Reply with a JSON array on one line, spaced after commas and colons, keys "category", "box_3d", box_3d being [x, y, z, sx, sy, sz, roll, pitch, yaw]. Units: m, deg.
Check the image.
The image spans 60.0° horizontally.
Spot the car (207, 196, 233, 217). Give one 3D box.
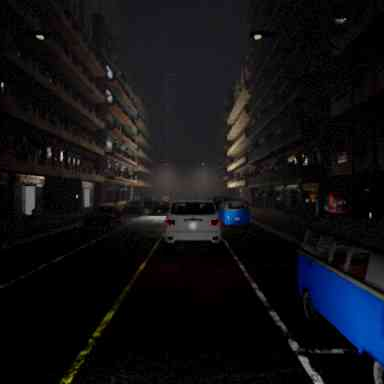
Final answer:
[{"category": "car", "box_3d": [2.689, 1.334, 32.968, 2.192, 1.841, 5.009, 0, 0, 0]}]

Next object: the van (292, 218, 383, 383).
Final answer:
[{"category": "van", "box_3d": [2.692, 1.343, 4.556, 1.690, 1.788, 3.998, 0, 0, 0]}]

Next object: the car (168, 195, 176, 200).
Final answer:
[{"category": "car", "box_3d": [-5.698, 1.665, 95.471, 1.802, 1.307, 4.206, 0, 0, 0]}]

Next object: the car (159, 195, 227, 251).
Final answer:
[{"category": "car", "box_3d": [0.016, 1.229, 14.263, 2.150, 2.045, 5.566, 0, 0, 0]}]

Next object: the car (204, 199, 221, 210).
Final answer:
[{"category": "car", "box_3d": [2.688, 1.594, 44.332, 1.947, 1.339, 4.313, 0, 0, 0]}]

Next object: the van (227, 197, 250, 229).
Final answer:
[{"category": "van", "box_3d": [2.691, 1.353, 21.603, 1.690, 1.788, 3.998, 0, 0, 0]}]

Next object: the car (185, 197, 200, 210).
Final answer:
[{"category": "car", "box_3d": [0.096, 1.505, 44.317, 1.882, 1.535, 5.008, 0, 0, 0]}]

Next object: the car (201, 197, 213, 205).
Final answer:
[{"category": "car", "box_3d": [2.686, 1.594, 61.380, 2.008, 1.369, 4.403, 0, 0, 0]}]

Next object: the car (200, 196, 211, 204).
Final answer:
[{"category": "car", "box_3d": [2.686, 1.600, 67.063, 2.008, 1.369, 4.403, 0, 0, 0]}]

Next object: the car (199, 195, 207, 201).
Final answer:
[{"category": "car", "box_3d": [2.684, 1.509, 84.109, 1.967, 1.590, 4.097, 0, 0, 0]}]

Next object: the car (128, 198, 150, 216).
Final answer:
[{"category": "car", "box_3d": [-5.692, 1.570, 32.965, 2.008, 1.369, 4.403, 0, 0, 0]}]

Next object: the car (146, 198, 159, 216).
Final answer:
[{"category": "car", "box_3d": [-3.012, 1.584, 32.961, 1.994, 1.385, 4.181, 0, 0, 0]}]

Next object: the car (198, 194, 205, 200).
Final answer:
[{"category": "car", "box_3d": [2.683, 1.523, 95.474, 1.967, 1.590, 4.097, 0, 0, 0]}]

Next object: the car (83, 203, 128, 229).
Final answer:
[{"category": "car", "box_3d": [-5.690, 1.557, 21.600, 1.887, 1.381, 4.507, 0, 0, 0]}]

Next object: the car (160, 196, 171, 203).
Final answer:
[{"category": "car", "box_3d": [-5.695, 1.607, 72.742, 2.008, 1.369, 4.403, 0, 0, 0]}]
